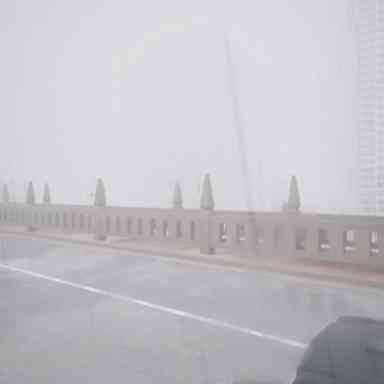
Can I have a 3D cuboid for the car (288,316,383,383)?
[{"bbox_3d":[2.963,1.601,1.879,4.718,1.301,1.895,0,0,36],"label":"car"}]
